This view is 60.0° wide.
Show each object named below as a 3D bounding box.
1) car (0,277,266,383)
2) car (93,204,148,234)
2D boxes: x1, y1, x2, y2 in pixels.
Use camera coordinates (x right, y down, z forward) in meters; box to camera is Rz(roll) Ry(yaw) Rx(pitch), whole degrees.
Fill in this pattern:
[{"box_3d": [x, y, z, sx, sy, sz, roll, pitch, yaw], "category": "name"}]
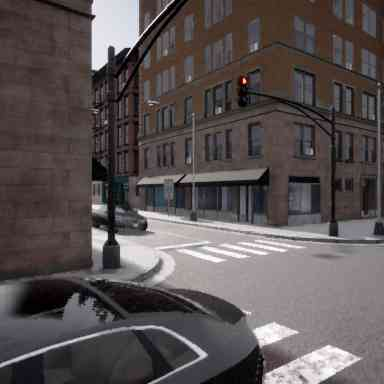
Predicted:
[{"box_3d": [-1.494, 1.506, 2.056, 4.892, 1.490, 1.837, 0, 3, -42], "category": "car"}, {"box_3d": [-4.208, 1.423, 18.917, 1.812, 1.442, 4.674, 0, 0, -35], "category": "car"}]
